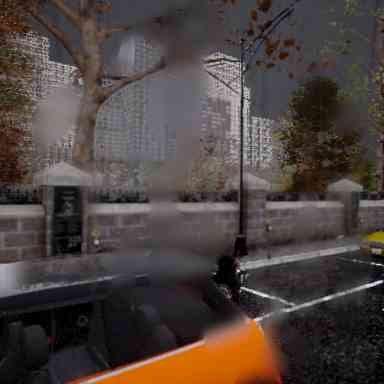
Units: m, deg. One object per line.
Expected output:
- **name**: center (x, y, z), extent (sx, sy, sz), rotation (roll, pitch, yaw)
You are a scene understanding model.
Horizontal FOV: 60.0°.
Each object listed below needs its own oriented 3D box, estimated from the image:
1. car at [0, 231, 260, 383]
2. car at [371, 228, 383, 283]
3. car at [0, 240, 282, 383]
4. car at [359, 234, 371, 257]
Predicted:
- **car**: center (-1.035, 1.585, 5.819), extent (4.313, 1.339, 1.947), rotation (1, 0, -36)
- **car**: center (6.635, 1.430, 8.113), extent (4.553, 1.767, 2.097), rotation (1, 0, -35)
- **car**: center (-1.495, 1.353, 2.311), extent (4.553, 1.767, 2.097), rotation (1, 0, -35)
- **car**: center (7.993, 1.631, 12.262), extent (4.829, 1.417, 1.752), rotation (1, 0, -36)
